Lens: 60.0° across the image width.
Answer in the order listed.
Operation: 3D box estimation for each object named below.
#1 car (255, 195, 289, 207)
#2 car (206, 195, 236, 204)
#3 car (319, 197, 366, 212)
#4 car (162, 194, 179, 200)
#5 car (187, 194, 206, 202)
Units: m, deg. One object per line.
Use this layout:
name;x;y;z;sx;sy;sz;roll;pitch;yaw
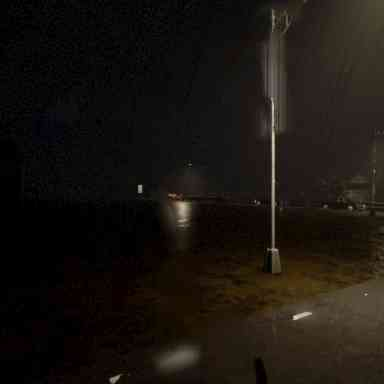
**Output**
car;10.547;1.177;44.238;1.837;1.490;4.892;2;0;-35
car;4.776;1.174;52.381;1.895;1.301;4.718;2;-1;-35
car;16.303;1.292;36.124;1.837;1.490;4.892;2;0;-35
car;-4.727;1.122;72.068;1.895;1.301;4.718;2;-1;-35
car;1.267;1.136;63.697;2.033;1.411;5.357;2;-1;-35
